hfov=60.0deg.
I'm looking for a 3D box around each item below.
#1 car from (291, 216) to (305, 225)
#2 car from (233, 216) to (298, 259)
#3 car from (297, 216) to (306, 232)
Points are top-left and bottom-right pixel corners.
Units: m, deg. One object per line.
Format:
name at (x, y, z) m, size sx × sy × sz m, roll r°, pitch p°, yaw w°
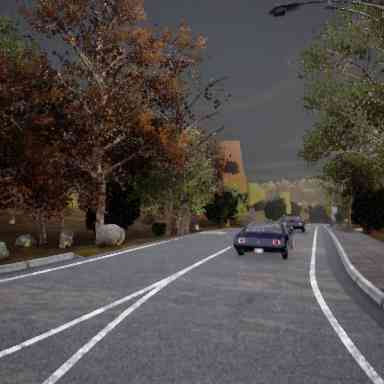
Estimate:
car at (23.411, 6.243, 73.072) m, size 2.097 × 1.767 × 4.553 m, roll 0°, pitch -5°, yaw 28°
car at (3.122, 1.831, 13.648) m, size 1.895 × 1.301 × 4.718 m, roll 0°, pitch -2°, yaw 21°
car at (8.451, 2.657, 27.694) m, size 1.895 × 1.301 × 4.718 m, roll 0°, pitch -4°, yaw 21°
